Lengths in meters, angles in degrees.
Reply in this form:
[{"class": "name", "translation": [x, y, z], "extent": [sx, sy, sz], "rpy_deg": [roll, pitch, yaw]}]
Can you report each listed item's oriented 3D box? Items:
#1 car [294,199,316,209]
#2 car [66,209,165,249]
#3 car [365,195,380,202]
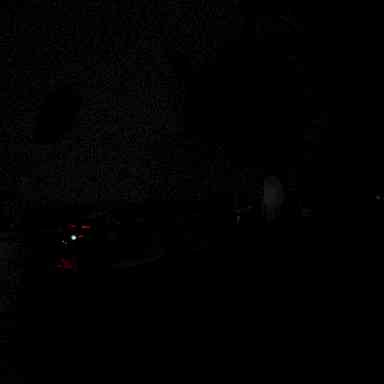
[{"class": "car", "translation": [15.620, 1.613, 45.716], "extent": [1.994, 1.385, 4.181], "rpy_deg": [0, 0, 36]}, {"class": "car", "translation": [-3.202, 1.527, 14.940], "extent": [1.837, 1.490, 4.892], "rpy_deg": [0, 0, 36]}, {"class": "car", "translation": [41.133, 1.400, 76.363], "extent": [2.097, 1.767, 4.553], "rpy_deg": [0, 0, 36]}]
